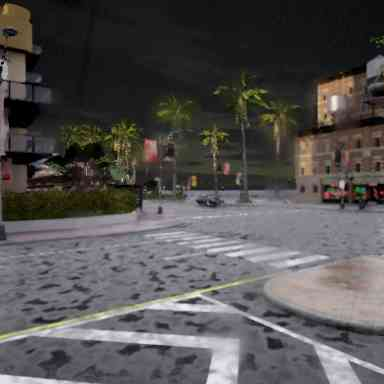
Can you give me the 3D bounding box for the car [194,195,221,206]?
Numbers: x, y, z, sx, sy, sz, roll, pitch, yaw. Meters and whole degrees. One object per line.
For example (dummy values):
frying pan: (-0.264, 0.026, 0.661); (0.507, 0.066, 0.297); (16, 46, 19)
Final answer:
car: (2.181, 1.276, 48.781); (1.837, 1.490, 4.892); (-1, 0, -35)
